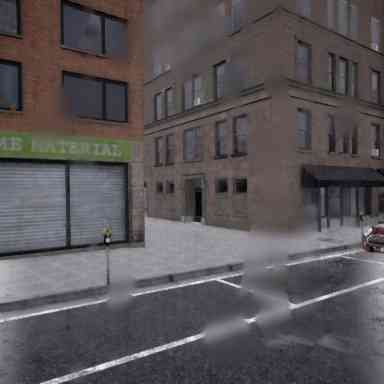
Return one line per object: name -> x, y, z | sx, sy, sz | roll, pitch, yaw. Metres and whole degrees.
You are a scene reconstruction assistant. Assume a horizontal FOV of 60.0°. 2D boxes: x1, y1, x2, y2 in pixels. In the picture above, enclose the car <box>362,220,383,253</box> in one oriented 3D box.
car -> 8.138, 1.439, 12.410 | 4.097, 1.590, 1.967 | 0, -1, -35
